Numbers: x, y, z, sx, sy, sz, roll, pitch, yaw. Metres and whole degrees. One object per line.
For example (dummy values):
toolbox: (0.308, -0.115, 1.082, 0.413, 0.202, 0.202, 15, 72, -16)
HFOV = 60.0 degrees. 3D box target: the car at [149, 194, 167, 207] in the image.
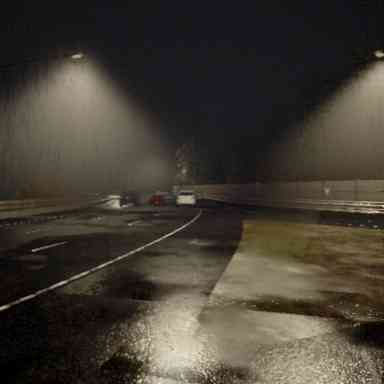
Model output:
car: (-4.287, 1.042, 41.998, 1.882, 1.535, 5.008, 0, 1, -1)

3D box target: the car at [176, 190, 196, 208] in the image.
car: (-0.722, 0.831, 40.412, 2.150, 2.045, 5.566, 0, 1, -1)

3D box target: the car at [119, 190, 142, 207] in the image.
car: (-7.757, 0.755, 42.285, 2.150, 2.045, 5.566, 0, 1, -2)
